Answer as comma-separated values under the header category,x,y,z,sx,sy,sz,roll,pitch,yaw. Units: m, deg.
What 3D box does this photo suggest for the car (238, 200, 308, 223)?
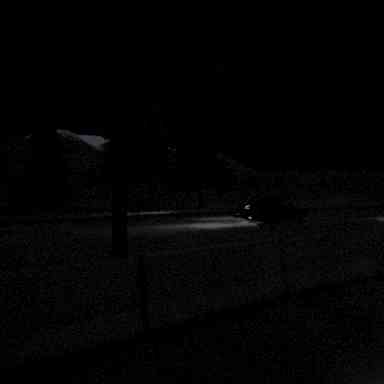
category,x,y,z,sx,sy,sz,roll,pitch,yaw
car,5.934,1.446,23.818,4.718,1.301,1.895,0,0,-28

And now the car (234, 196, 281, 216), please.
category,x,y,z,sx,sy,sz,roll,pitch,yaw
car,5.684,1.178,27.608,4.553,1.767,2.097,0,0,-27
